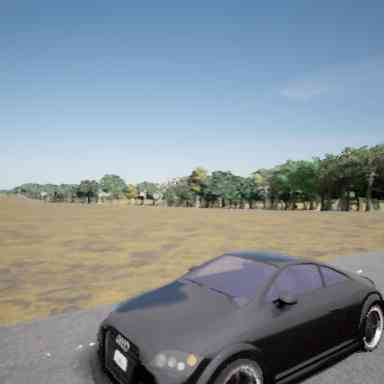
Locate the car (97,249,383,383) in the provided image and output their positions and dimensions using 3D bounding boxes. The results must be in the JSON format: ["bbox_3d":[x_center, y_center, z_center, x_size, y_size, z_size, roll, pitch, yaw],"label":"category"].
[{"bbox_3d":[0.876,1.570,4.629,4.181,1.385,1.994,0,0,-36],"label":"car"}]
